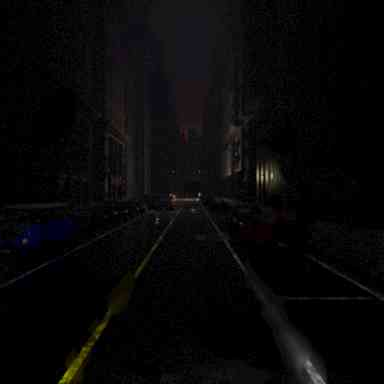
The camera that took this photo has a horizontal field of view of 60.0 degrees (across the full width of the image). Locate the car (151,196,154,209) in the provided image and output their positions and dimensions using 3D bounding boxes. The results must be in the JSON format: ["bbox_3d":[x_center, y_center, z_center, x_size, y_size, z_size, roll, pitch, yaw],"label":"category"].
[{"bbox_3d":[-5.755,1.475,40.402,1.947,1.339,4.313,0,0,0],"label":"car"}]

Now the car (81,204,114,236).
[{"bbox_3d":[-5.758,1.541,17.995,1.802,1.307,4.206,0,0,0],"label":"car"}]

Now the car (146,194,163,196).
[{"bbox_3d":[-5.754,1.212,46.003,2.192,1.841,5.009,0,0,0],"label":"car"}]

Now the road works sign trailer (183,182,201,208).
[{"bbox_3d":[0.005,0.360,46.466,2.380,3.560,2.880,0,0,0],"label":"road works sign trailer"}]

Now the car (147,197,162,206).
[{"bbox_3d":[-5.754,1.467,51.605,1.802,1.307,4.206,0,0,0],"label":"car"}]

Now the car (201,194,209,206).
[{"bbox_3d":[2.771,1.450,51.617,1.947,1.339,4.313,0,0,0],"label":"car"}]

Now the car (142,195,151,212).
[{"bbox_3d":[-5.756,1.361,34.800,1.967,1.590,4.097,0,0,0],"label":"car"}]

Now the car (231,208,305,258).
[{"bbox_3d":[2.767,1.516,12.402,1.887,1.381,4.507,0,0,0],"label":"car"}]

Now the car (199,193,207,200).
[{"bbox_3d":[2.772,1.414,62.821,2.008,1.369,4.403,0,0,0],"label":"car"}]

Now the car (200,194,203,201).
[{"bbox_3d":[2.772,1.439,57.219,1.947,1.339,4.313,0,0,0],"label":"car"}]

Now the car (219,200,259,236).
[{"bbox_3d":[2.768,1.399,18.004,1.967,1.590,4.097,0,0,0],"label":"car"}]

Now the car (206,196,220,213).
[{"bbox_3d":[2.769,1.466,34.810,1.887,1.381,4.507,0,0,0],"label":"car"}]

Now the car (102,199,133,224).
[{"bbox_3d":[-5.757,1.387,23.597,1.967,1.590,4.097,0,0,0],"label":"car"}]

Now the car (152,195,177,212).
[{"bbox_3d":[-3.090,1.439,38.170,1.812,1.442,4.674,0,0,0],"label":"car"}]

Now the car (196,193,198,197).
[{"bbox_3d":[2.775,1.149,79.627,2.192,1.841,5.009,0,0,0],"label":"car"}]

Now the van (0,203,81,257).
[{"bbox_3d":[-5.758,1.313,12.393,1.690,1.788,3.998,0,0,0],"label":"van"}]

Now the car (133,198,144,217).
[{"bbox_3d":[-5.757,1.500,29.199,1.947,1.339,4.313,0,0,0],"label":"car"}]

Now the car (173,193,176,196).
[{"bbox_3d":[-5.750,1.266,85.216,1.967,1.590,4.097,0,0,0],"label":"car"}]
